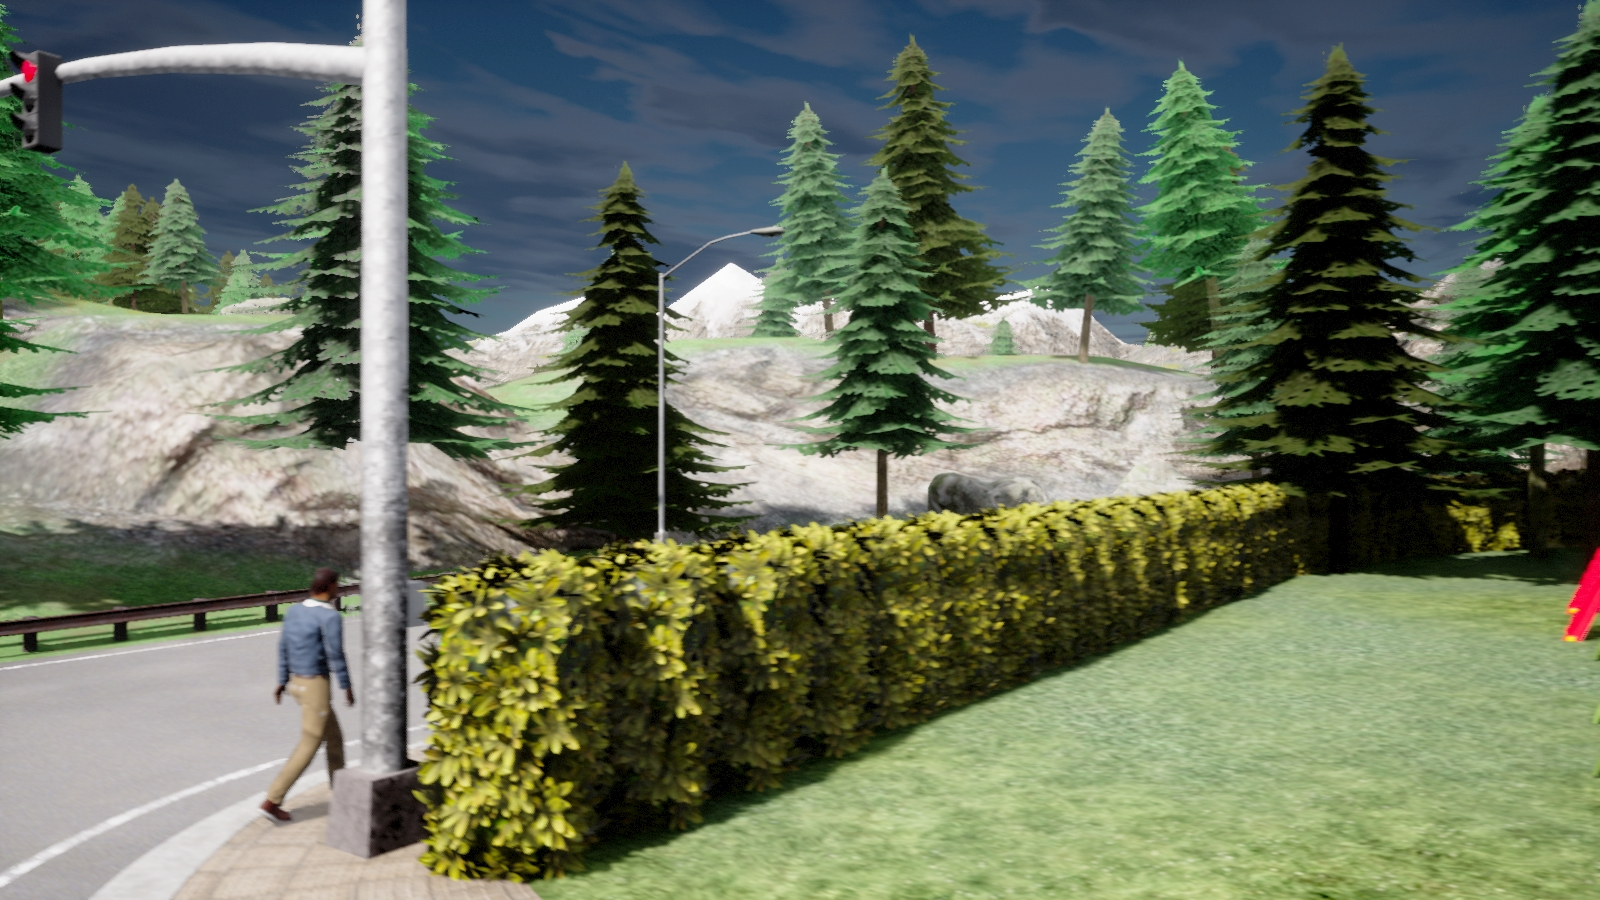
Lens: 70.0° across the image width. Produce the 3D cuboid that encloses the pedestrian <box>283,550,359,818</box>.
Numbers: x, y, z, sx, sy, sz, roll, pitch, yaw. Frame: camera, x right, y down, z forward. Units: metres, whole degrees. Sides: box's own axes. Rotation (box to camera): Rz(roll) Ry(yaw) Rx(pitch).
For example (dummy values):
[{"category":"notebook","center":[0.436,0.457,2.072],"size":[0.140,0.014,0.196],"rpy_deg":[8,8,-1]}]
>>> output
[{"category":"pedestrian","center":[-3.522,1.690,8.405],"size":[0.375,1.860,0.375],"rpy_deg":[0,0,36]}]
